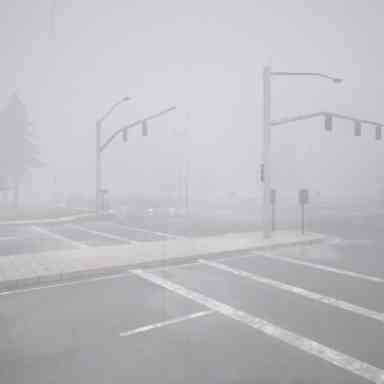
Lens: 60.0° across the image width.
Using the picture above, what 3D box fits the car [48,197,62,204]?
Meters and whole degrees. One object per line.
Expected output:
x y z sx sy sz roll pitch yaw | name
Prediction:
-25.582 1.564 62.389 1.994 1.385 4.181 0 0 -36 | car

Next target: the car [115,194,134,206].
-11.480 1.504 54.386 1.837 1.490 4.892 0 0 -35 | car

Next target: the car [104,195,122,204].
-15.954 1.478 66.999 1.882 1.535 5.008 0 0 -35 | car

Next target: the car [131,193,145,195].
-8.997 1.222 56.949 2.150 2.045 5.566 0 0 -35 | car

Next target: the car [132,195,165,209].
-6.237 1.505 46.899 1.837 1.490 4.892 0 0 -35 | car

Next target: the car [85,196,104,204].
-19.266 1.491 65.616 2.128 1.511 4.902 0 0 -35 | car

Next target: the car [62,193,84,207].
-17.739 1.218 51.101 2.150 2.045 5.566 0 0 -35 | car

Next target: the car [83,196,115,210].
-12.035 1.505 42.973 1.837 1.490 4.892 0 0 -35 | car

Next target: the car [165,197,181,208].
-3.455 1.505 49.028 1.837 1.490 4.892 0 0 -35 | car
